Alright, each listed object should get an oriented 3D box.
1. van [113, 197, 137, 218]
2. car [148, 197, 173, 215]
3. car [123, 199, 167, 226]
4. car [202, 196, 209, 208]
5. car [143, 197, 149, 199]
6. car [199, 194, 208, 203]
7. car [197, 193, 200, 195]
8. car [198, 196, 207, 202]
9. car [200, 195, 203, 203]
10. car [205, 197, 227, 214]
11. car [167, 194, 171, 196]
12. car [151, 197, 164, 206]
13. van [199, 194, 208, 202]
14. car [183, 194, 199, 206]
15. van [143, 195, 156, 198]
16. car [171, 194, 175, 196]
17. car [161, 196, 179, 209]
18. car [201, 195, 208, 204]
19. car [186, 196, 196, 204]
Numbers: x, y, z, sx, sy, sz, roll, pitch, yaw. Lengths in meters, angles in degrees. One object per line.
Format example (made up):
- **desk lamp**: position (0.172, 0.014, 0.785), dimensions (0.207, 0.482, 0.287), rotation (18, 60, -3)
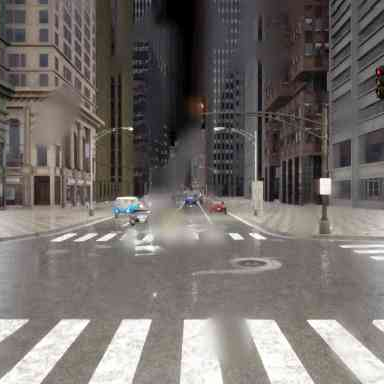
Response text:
- **van**: position (-5.874, 1.347, 29.903), dimensions (1.690, 1.788, 3.998), rotation (0, 0, 0)
- **car**: position (-3.204, 1.533, 33.477), dimensions (1.812, 1.442, 4.674), rotation (0, 0, 0)
- **car**: position (-3.151, 1.495, 23.322), dimensions (2.128, 1.511, 4.902), rotation (0, 0, -1)
- **car**: position (2.640, 1.557, 40.966), dimensions (1.887, 1.381, 4.507), rotation (0, 0, 0)
- **car**: position (-5.893, 1.553, 35.428), dimensions (1.887, 1.381, 4.507), rotation (0, 0, 0)
- **car**: position (2.553, 1.573, 63.068), dimensions (1.887, 1.381, 4.507), rotation (0, 0, 0)
- **car**: position (2.530, 1.348, 68.594), dimensions (2.192, 1.841, 5.009), rotation (0, 0, 0)
- **car**: position (2.487, 1.592, 79.644), dimensions (2.008, 1.369, 4.403), rotation (0, 0, 0)
- **car**: position (2.595, 1.546, 52.187), dimensions (1.752, 1.417, 4.829), rotation (0, 0, 0)
- **car**: position (2.662, 1.553, 35.441), dimensions (1.887, 1.381, 4.507), rotation (0, 0, 0)
- **car**: position (-6.012, 1.583, 68.577), dimensions (2.008, 1.369, 4.403), rotation (0, 0, 0)
- **car**: position (-5.972, 1.606, 57.527), dimensions (1.802, 1.307, 4.206), rotation (0, 0, 0)
- **van**: position (2.508, 1.378, 74.119), dimensions (1.690, 1.788, 3.998), rotation (0, 0, 0)
- **car**: position (-0.187, 1.500, 54.726), dimensions (1.882, 1.535, 5.008), rotation (0, 0, 0)
- **van**: position (-5.934, 1.357, 46.477), dimensions (1.690, 1.788, 3.998), rotation (0, 0, 0)
- **car**: position (-6.070, 1.571, 84.982), dimensions (1.752, 1.417, 4.829), rotation (0, 0, 0)
- **car**: position (-3.229, 1.579, 45.366), dimensions (1.994, 1.385, 4.181), rotation (0, 0, 1)
- **car**: position (2.618, 1.561, 46.492), dimensions (1.887, 1.381, 4.507), rotation (0, 0, 0)
- **car**: position (-0.226, 1.594, 65.145), dimensions (1.994, 1.385, 4.181), rotation (0, 0, 0)
